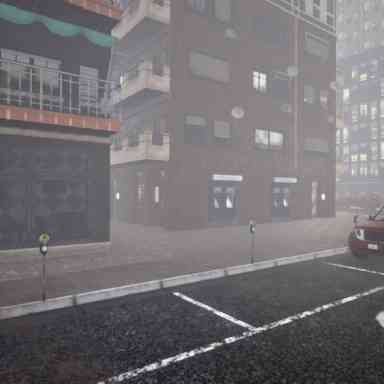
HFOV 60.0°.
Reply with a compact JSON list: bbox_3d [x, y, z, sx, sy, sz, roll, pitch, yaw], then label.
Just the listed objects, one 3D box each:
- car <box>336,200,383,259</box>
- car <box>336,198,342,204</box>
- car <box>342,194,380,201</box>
[{"bbox_3d":[7.448,1.317,11.386,5.009,1.841,2.192,0,0,-35],"label":"car"},{"bbox_3d":[12.688,1.331,34.164,1.802,1.307,4.206,1,0,-36],"label":"car"},{"bbox_3d":[19.303,1.110,38.916,2.192,1.841,5.009,1,0,-36],"label":"car"}]
